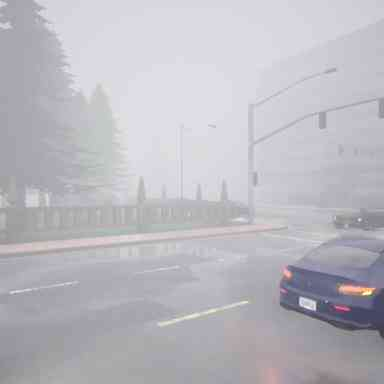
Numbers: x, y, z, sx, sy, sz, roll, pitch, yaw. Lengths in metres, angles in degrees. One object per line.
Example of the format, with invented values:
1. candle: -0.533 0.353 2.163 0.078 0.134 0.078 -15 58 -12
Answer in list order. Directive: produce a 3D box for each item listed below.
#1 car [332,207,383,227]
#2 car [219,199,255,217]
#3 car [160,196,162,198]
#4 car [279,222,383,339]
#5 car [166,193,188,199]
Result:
1. car: 10.501 1.588 20.036 4.718 1.301 1.895 0 0 -35
2. car: 3.735 1.422 30.820 1.882 1.535 5.008 0 0 -32
3. car: -4.888 1.166 69.246 2.150 2.045 5.566 0 0 14
4. car: 3.638 1.526 6.363 4.674 1.442 1.812 0 0 -35
5. car: -1.290 1.296 39.328 2.097 1.767 4.553 0 0 -26
